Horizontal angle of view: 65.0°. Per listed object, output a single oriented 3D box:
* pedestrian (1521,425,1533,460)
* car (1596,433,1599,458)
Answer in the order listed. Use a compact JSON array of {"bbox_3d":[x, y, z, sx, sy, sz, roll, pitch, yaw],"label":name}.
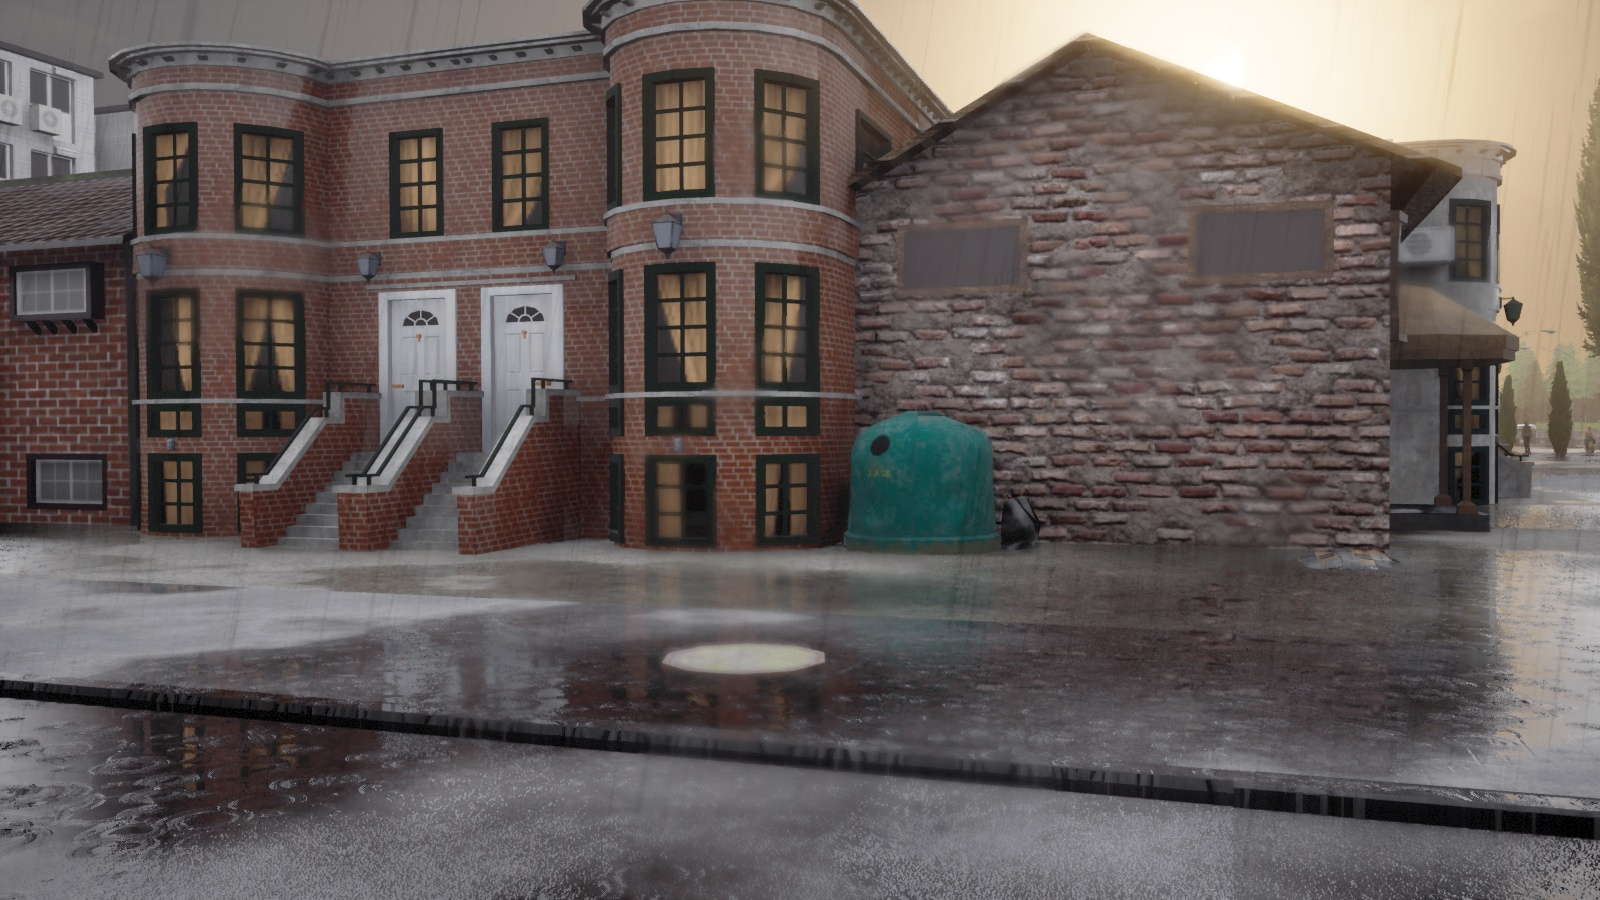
[{"bbox_3d":[39.227,-0.401,67.735,0.634,1.846,0.331,-1,1,-41],"label":"pedestrian"},{"bbox_3d":[50.304,-0.238,76.929,1.789,1.549,3.705,1,1,19],"label":"car"}]
